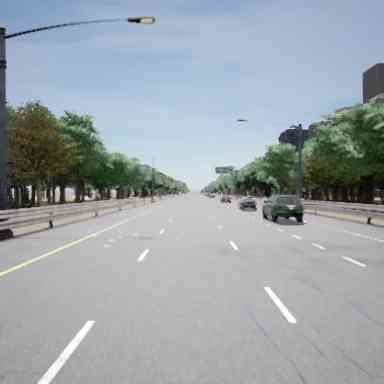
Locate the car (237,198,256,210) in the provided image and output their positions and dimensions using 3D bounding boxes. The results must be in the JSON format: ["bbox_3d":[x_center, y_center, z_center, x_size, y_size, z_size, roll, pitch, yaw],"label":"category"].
[{"bbox_3d":[7.117,1.563,43.321,1.837,1.490,4.892,0,0,0],"label":"car"}]

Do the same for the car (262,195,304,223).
[{"bbox_3d":[7.046,1.249,26.235,2.150,2.045,5.566,0,0,0],"label":"car"}]

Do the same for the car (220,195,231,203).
[{"bbox_3d":[7.319,1.470,73.692,2.097,1.767,4.553,0,0,1],"label":"car"}]
